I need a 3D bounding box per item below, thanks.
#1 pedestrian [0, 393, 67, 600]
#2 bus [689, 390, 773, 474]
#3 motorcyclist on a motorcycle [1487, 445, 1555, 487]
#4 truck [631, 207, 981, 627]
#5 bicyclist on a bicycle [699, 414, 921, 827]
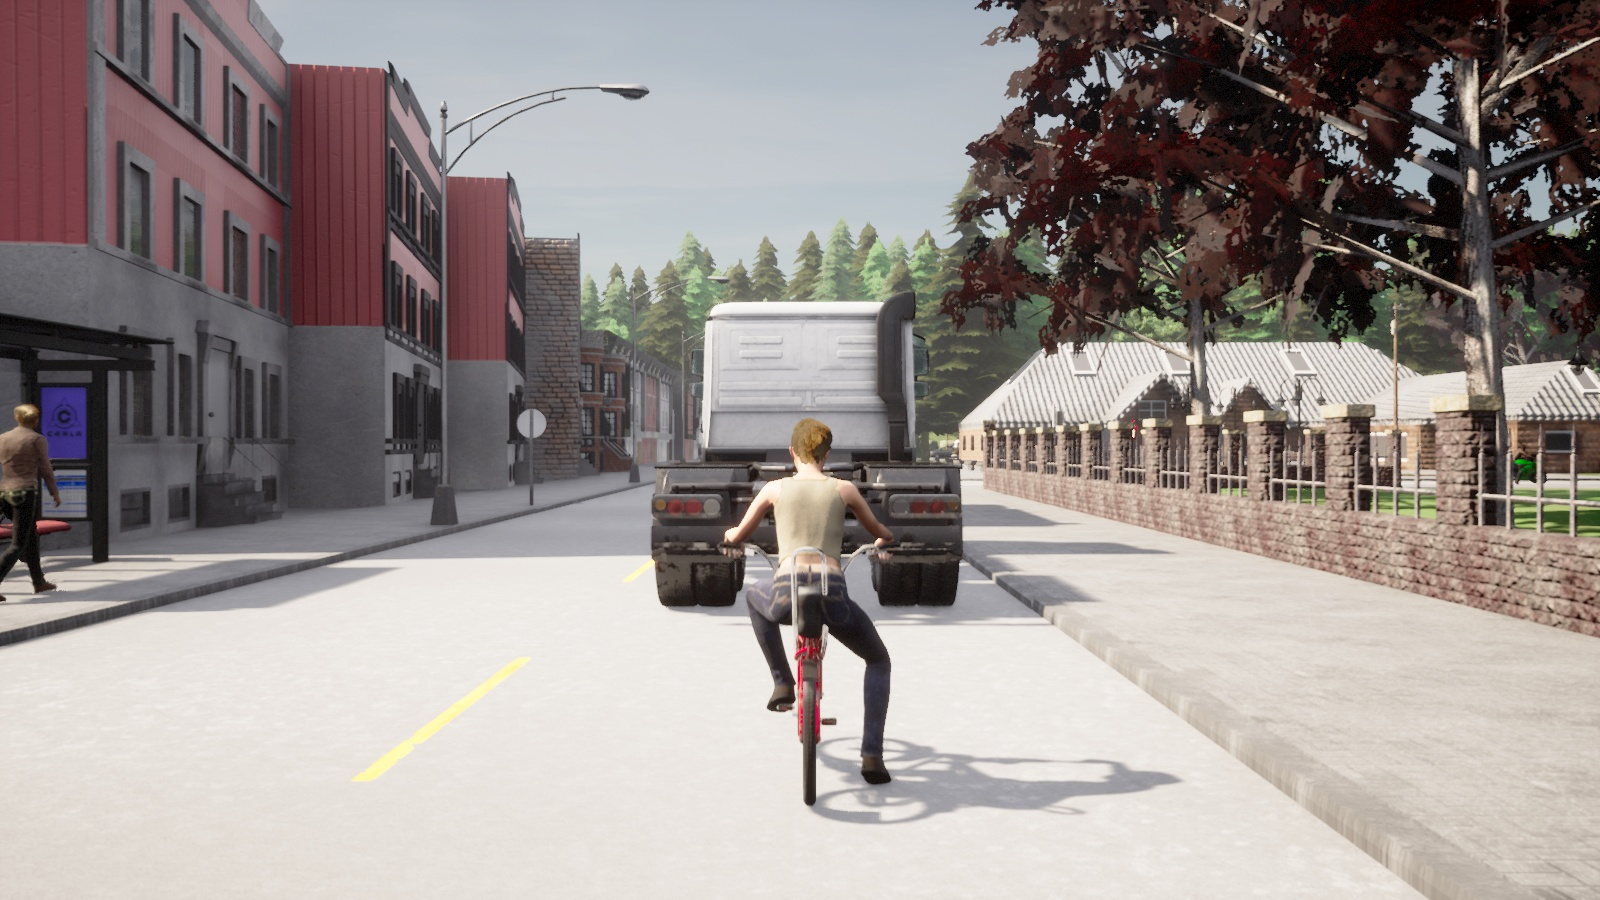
[{"bbox_3d":[-7.098,0.411,11.512,0.331,1.846,0.634,0,0,7],"label":"pedestrian"},{"bbox_3d":[-3.607,-0.869,68.695,3.944,4.253,10.273,0,0,0],"label":"bus"},{"bbox_3d":[26.490,0.592,46.183,2.044,1.523,0.797,0,0,-1],"label":"motorcyclist on a motorcycle"},{"bbox_3d":[0.095,-0.284,14.330,2.891,3.462,7.936,0,0,1],"label":"truck"},{"bbox_3d":[0.044,0.664,5.666,0.866,1.612,1.509,0,0,0],"label":"bicyclist on a bicycle"}]
